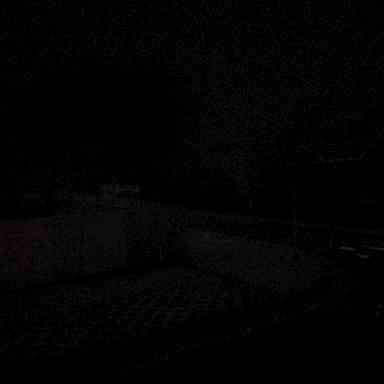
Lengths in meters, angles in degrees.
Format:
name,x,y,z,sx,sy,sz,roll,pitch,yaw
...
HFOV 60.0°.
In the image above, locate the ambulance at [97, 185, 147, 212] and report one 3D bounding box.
name,x,y,z,sx,sy,sz,roll,pitch,yaw
ambulance,-6.027,0.614,28.671,2.351,2.431,6.366,1,0,-36
